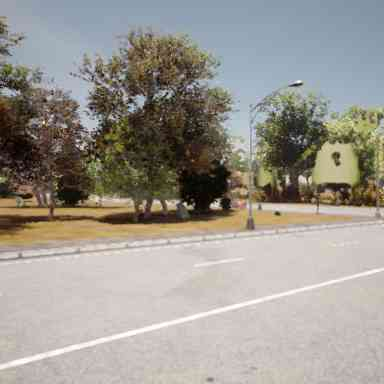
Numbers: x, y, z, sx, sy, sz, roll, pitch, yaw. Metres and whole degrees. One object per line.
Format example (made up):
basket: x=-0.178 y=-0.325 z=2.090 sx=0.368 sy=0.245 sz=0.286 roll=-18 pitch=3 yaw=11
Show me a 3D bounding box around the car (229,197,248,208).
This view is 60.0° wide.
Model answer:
car: x=6.400 y=1.514 z=50.589 sx=2.097 sy=1.767 sz=4.553 roll=0 pitch=0 yaw=-37
